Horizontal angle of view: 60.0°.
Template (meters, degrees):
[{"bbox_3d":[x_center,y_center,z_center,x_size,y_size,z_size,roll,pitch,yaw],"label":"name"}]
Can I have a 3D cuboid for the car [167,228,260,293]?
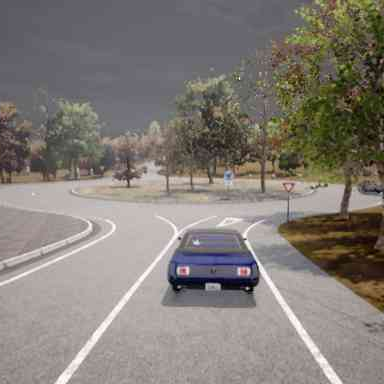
[{"bbox_3d":[0.541,1.604,8.867,1.895,1.301,4.718,0,0,3],"label":"car"}]

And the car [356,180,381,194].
[{"bbox_3d":[20.569,-0.673,38.864,2.033,1.411,5.357,2,6,17],"label":"car"}]
